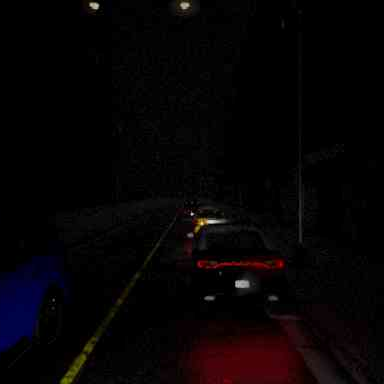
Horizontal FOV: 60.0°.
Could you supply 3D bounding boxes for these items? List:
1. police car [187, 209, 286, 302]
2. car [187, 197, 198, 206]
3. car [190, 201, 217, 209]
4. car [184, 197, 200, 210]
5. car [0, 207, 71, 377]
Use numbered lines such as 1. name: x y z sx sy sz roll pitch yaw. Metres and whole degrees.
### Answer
1. police car: 0.903 1.453 8.538 1.930 1.638 5.238 0 0 0
2. car: 0.025 1.734 60.262 1.882 1.535 5.008 0 0 0
3. car: 0.907 1.518 18.620 1.801 1.575 5.366 0 0 0
4. car: 0.034 1.538 46.519 2.097 1.767 4.553 0 0 0
5. car: -2.999 1.231 3.128 2.150 2.045 5.566 0 0 0
